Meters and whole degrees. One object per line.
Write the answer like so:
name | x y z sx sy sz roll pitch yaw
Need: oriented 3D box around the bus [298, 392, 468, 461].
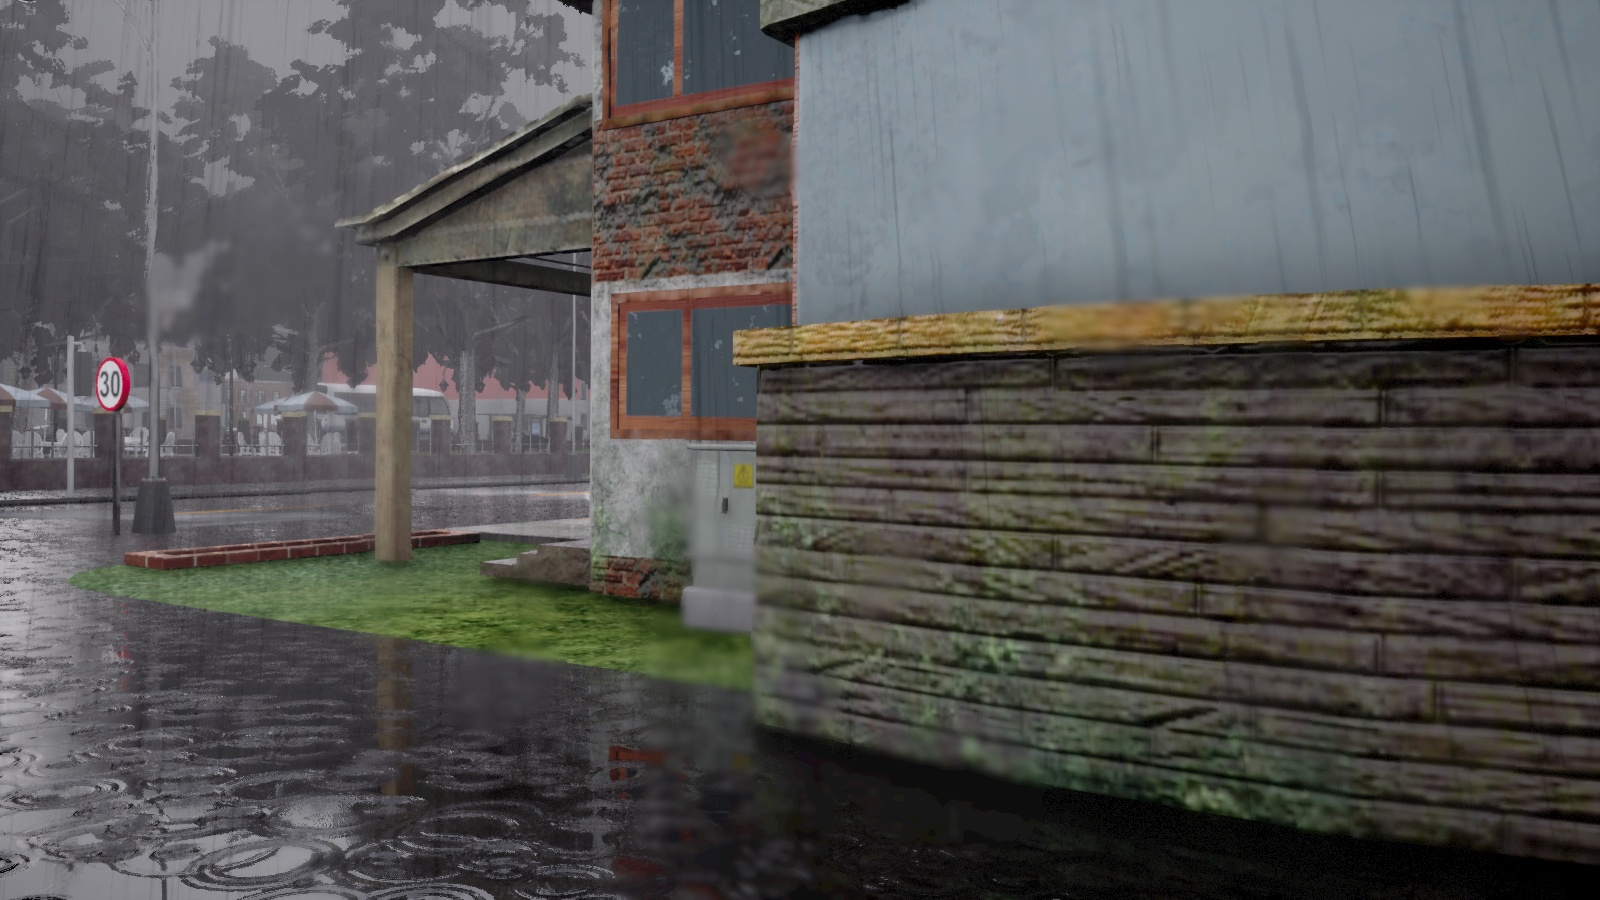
bus | -27.106 -1.524 82.317 3.944 4.253 10.273 0 1 33

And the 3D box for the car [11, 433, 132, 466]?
car | -38.041 -0.043 65.720 2.152 1.651 5.027 0 1 33

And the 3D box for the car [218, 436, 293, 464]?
car | -32.265 -0.016 74.492 1.789 1.549 3.705 0 1 33

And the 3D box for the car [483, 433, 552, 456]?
car | -20.658 -0.409 92.079 2.033 1.649 4.856 0 1 33
